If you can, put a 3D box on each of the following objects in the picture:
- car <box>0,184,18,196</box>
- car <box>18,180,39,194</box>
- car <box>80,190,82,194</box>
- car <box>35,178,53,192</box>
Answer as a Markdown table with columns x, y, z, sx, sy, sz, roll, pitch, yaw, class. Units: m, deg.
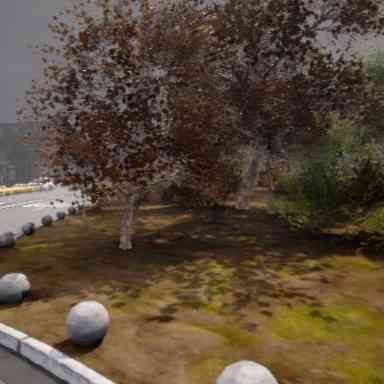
| x | y | z | sx | sy | sz | roll | pitch | yaw | class |
| --- | --- | --- | --- | --- | --- | --- | --- | --- | --- |
| -25.474 | -0.134 | 43.211 | 1.946 | 1.575 | 5.366 | -1 | 4 | 4 | car |
| -25.119 | -0.530 | 48.710 | 1.946 | 1.575 | 5.366 | -1 | 4 | 4 | car |
| -13.547 | -0.485 | 44.984 | 1.837 | 1.490 | 4.892 | -1 | 4 | 4 | car |
| -24.749 | -1.195 | 54.474 | 2.435 | 2.045 | 5.566 | -1 | 4 | 4 | car |
